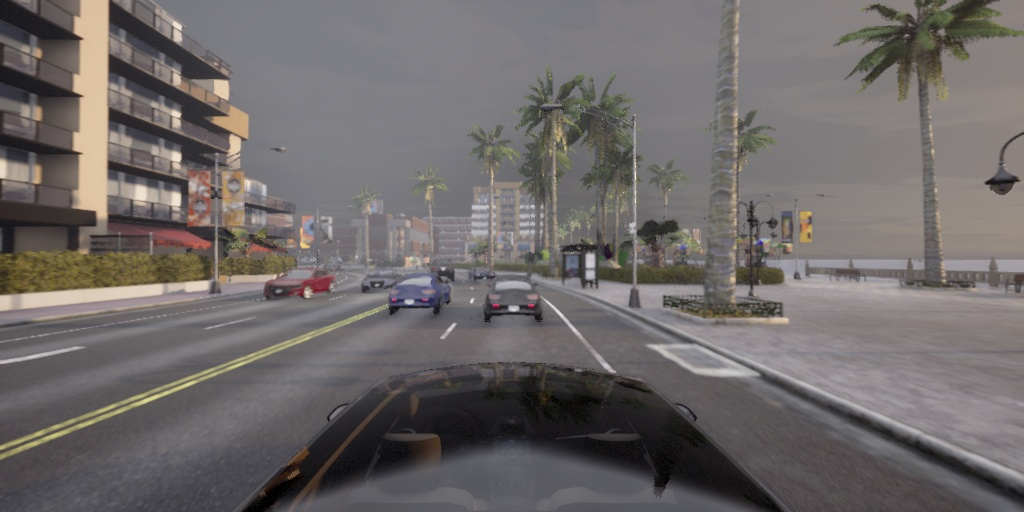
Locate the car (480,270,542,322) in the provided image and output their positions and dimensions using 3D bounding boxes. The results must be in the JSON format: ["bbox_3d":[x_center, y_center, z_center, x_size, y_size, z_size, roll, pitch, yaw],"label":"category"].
[{"bbox_3d":[0.006,1.378,12.754,1.812,1.442,4.674,0,0,-1],"label":"car"}]

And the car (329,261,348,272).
[{"bbox_3d":[-28.244,1.824,56.633,4.181,1.385,1.994,0,-1,43],"label":"car"}]

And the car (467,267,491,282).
[{"bbox_3d":[-2.936,1.643,33.112,1.895,1.301,4.718,0,-1,-15],"label":"car"}]

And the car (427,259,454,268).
[{"bbox_3d":[-6.721,1.270,33.736,2.150,2.045,5.566,0,-1,-16],"label":"car"}]

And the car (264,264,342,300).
[{"bbox_3d":[-11.127,1.390,19.176,1.882,1.535,5.008,0,-1,-6],"label":"car"}]

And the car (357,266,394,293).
[{"bbox_3d":[-8.087,1.509,22.660,1.994,1.385,4.181,0,-1,-9],"label":"car"}]

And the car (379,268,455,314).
[{"bbox_3d":[-3.567,1.393,14.362,1.812,1.442,4.674,0,-1,-3],"label":"car"}]
